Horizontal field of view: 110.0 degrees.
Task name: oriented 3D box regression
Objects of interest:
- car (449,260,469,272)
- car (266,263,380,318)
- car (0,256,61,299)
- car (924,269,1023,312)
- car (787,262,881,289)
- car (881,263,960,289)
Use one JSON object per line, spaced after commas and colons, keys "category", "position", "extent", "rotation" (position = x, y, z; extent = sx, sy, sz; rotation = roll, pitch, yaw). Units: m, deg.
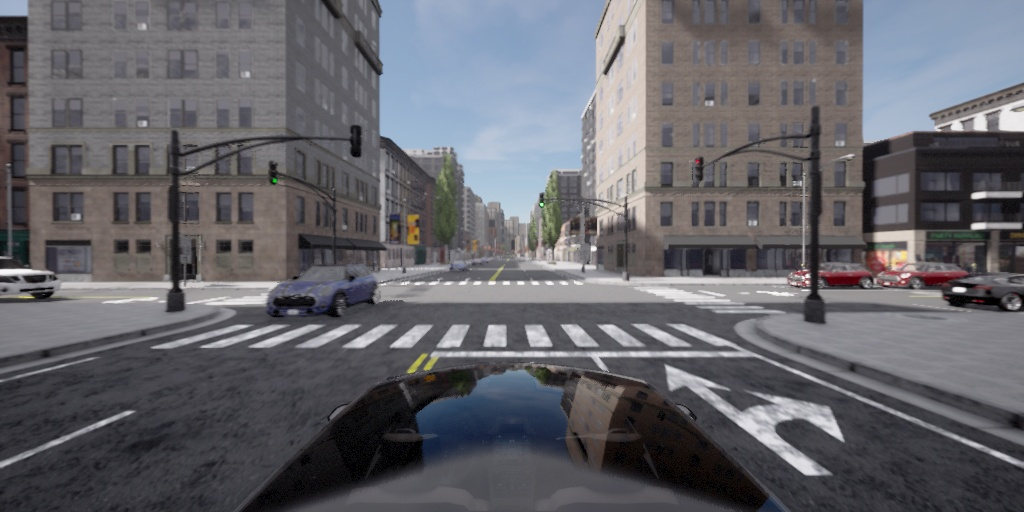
{"category": "car", "position": [-6.489, 1.229, 44.067], "extent": [1.812, 1.442, 4.674], "rotation": [0, 1, 0]}
{"category": "car", "position": [-6.499, 1.066, 12.871], "extent": [2.097, 1.767, 4.553], "rotation": [0, 0, 0]}
{"category": "car", "position": [-23.702, 0.988, 15.867], "extent": [5.566, 2.045, 2.150], "rotation": [0, 0, 0]}
{"category": "car", "position": [18.875, 1.305, 13.466], "extent": [4.313, 1.339, 1.948], "rotation": [0, 0, 0]}
{"category": "car", "position": [18.918, 1.129, 21.490], "extent": [4.097, 1.591, 1.967], "rotation": [0, 0, 0]}
{"category": "car", "position": [24.429, 1.128, 21.462], "extent": [4.097, 1.591, 1.967], "rotation": [0, 0, 0]}
